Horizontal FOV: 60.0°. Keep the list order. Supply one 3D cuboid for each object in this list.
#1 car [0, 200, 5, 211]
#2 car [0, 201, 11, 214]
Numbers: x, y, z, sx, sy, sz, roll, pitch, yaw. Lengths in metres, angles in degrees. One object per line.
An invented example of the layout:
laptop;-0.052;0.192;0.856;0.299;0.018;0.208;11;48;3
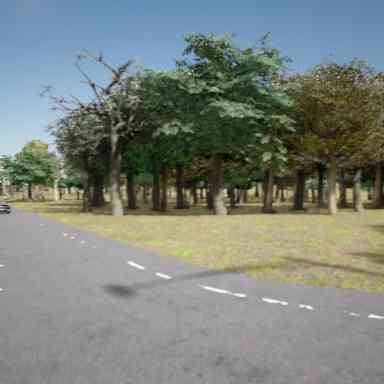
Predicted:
car;-29.124;2.002;49.719;1.812;1.442;4.674;-1;0;-33
car;-23.663;1.914;41.302;2.128;1.511;4.902;-1;0;-33
